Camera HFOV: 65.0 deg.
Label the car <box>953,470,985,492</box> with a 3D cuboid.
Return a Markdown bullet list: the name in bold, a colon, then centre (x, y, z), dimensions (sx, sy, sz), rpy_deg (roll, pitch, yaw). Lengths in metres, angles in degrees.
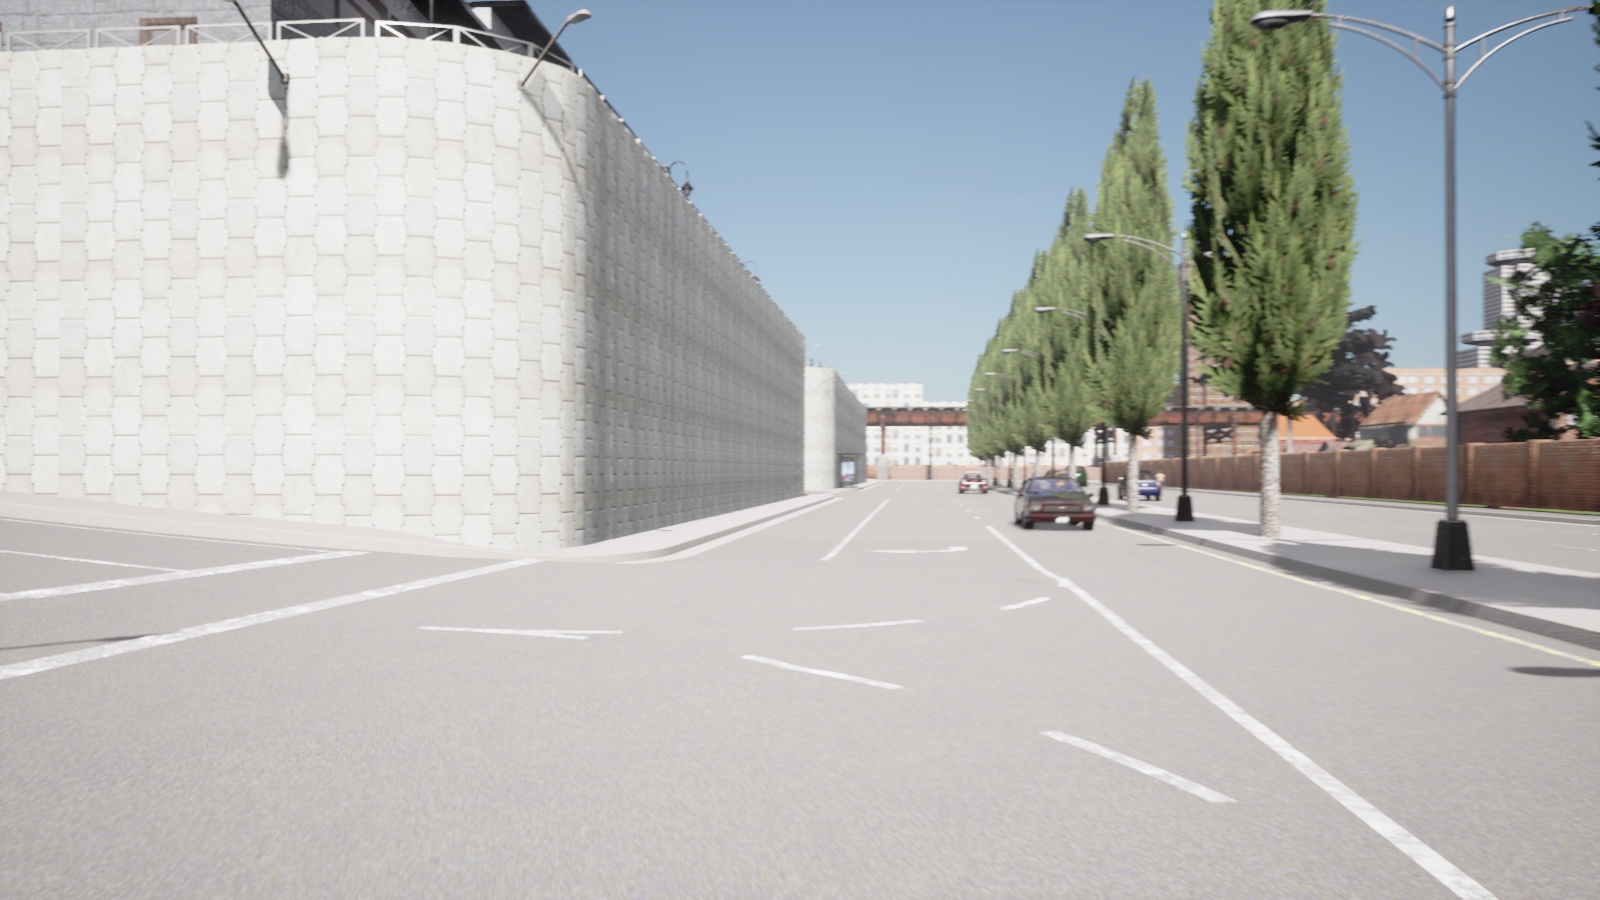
- **car**: centre (11.301, 2.071, 84.105), dimensions (1.970, 1.475, 3.806), rpy_deg (0, -1, 5)

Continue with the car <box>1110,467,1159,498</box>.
- **car**: centre (17.785, 1.699, 66.989), dimensions (1.851, 1.617, 3.988), rpy_deg (0, -1, 5)

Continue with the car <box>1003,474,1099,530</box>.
- **car**: centre (6.837, 1.385, 34.717), dimensions (2.033, 1.411, 5.357), rpy_deg (0, -1, 5)
